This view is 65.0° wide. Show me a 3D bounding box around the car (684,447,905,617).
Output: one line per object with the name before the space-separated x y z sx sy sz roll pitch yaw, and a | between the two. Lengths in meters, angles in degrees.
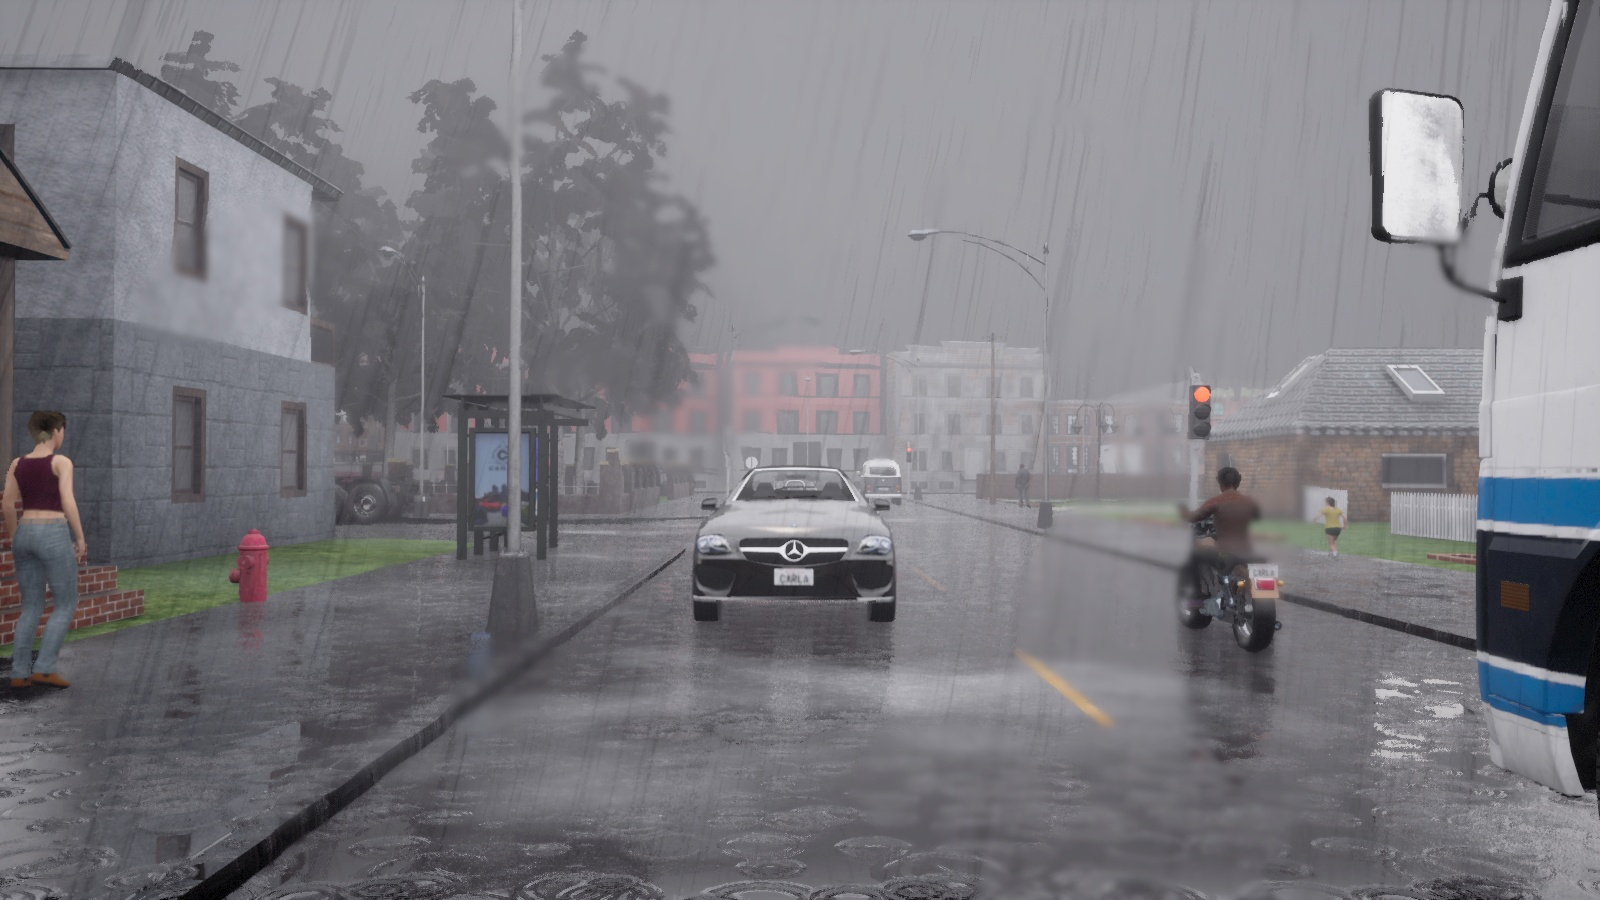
car | -0.042 0.841 14.800 2.152 1.651 5.027 0 -1 0

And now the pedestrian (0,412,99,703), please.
pedestrian | -4.977 0.682 8.243 0.345 1.836 0.594 0 -1 11

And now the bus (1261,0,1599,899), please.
bus | 3.998 -0.572 0.333 3.944 4.253 10.273 0 -1 0

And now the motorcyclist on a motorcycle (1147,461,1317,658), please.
motorcyclist on a motorcycle | 3.954 0.946 11.733 0.766 1.649 2.350 0 -1 0

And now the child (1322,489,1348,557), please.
child | 8.994 1.222 21.108 0.255 1.110 0.394 0 -1 -2

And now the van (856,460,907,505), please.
van | 3.797 1.517 59.335 2.069 2.038 4.480 0 -1 0

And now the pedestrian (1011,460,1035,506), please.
pedestrian | 9.063 1.341 51.057 0.563 1.883 0.849 0 -1 -22

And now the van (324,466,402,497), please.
van | -28.225 2.041 81.259 4.442 1.987 1.775 0 -1 0

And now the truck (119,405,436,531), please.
truck | -14.878 0.500 36.276 7.936 3.462 2.891 0 -1 -4
